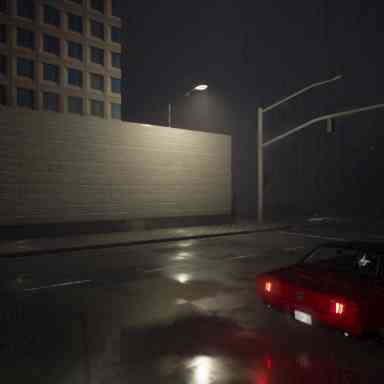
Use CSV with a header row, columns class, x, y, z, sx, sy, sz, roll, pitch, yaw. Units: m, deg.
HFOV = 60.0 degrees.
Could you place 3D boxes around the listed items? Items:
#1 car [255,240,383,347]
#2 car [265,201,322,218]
class,x,y,z,sx,sy,sz,roll,pitch,yaw
car,3.499,1.601,6.286,4.718,1.301,1.895,0,0,-35
car,9.380,1.603,31.304,2.033,1.411,5.357,0,0,-37
